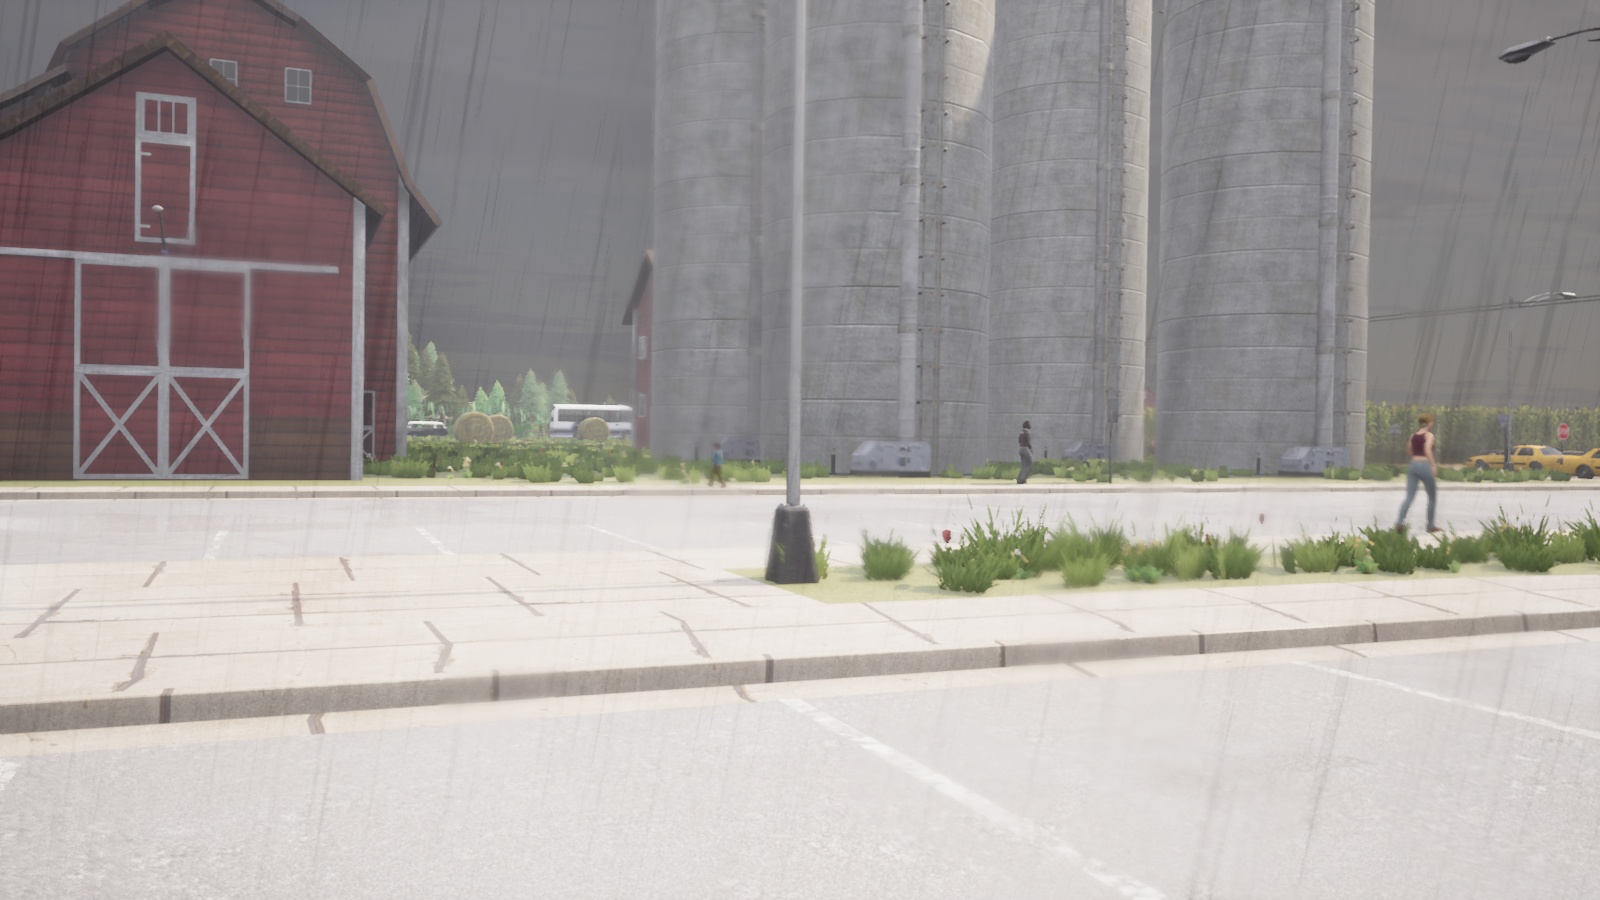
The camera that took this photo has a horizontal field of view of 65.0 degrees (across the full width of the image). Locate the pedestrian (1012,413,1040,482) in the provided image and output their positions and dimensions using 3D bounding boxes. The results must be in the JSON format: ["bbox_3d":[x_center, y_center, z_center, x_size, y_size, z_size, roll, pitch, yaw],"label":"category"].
[{"bbox_3d":[6.408,-0.085,35.545,0.666,1.930,0.402,-1,1,-17],"label":"pedestrian"}]

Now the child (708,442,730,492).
[{"bbox_3d":[-1.987,0.413,30.768,0.448,1.192,0.343,-1,1,-23],"label":"child"}]

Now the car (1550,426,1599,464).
[{"bbox_3d":[34.082,-0.196,51.851,1.801,1.575,5.366,-1,1,-22],"label":"car"}]

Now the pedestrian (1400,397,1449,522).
[{"bbox_3d":[9.313,0.136,18.732,0.594,1.836,0.345,-1,1,-24],"label":"pedestrian"}]

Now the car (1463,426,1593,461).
[{"bbox_3d":[34.598,-0.313,59.848,1.801,1.575,5.366,-1,1,-22],"label":"car"}]
